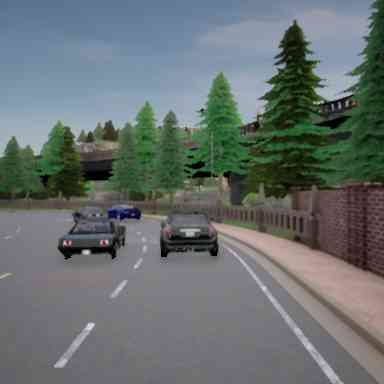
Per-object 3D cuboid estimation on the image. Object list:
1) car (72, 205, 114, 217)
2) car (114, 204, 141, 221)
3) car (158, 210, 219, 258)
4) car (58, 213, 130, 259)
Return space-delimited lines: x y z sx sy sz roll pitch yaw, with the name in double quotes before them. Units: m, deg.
"car" -8.485 1.845 27.488 2.033 1.411 5.357 0 -1 -32
"car" -6.433 1.808 30.617 1.882 1.535 5.008 1 -1 -35
"car" -0.280 1.499 13.627 2.097 1.767 4.553 0 -1 -6
"car" -3.739 1.746 13.293 1.895 1.301 4.718 0 -1 -6
